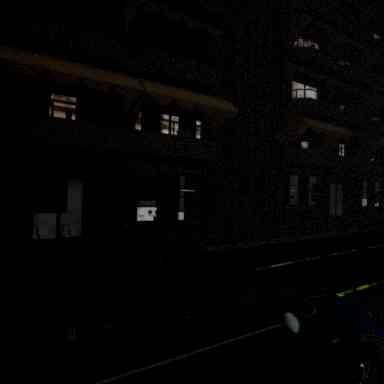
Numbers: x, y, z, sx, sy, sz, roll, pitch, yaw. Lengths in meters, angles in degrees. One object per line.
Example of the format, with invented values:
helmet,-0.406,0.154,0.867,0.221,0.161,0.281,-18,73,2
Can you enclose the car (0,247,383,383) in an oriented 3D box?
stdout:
car,-0.068,1.352,3.232,4.553,1.767,2.097,0,0,-35
